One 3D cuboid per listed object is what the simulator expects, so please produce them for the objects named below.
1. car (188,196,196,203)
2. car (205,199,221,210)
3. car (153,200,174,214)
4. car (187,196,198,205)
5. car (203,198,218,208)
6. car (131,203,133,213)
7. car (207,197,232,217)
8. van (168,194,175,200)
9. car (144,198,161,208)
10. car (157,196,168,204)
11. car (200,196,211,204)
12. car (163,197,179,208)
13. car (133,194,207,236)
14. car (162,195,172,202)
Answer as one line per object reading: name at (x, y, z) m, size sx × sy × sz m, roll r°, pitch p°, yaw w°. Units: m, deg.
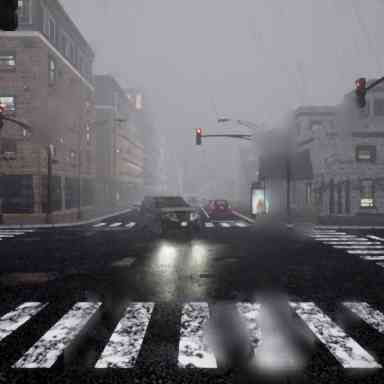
car at (0.015, 1.572, 70.718) m, size 1.812 × 1.442 × 4.674 m, roll 0°, pitch 0°, yaw 0°
car at (2.645, 1.597, 43.150) m, size 1.802 × 1.307 × 4.206 m, roll 0°, pitch 0°, yaw 0°
car at (-3.129, 1.574, 36.813) m, size 1.994 × 1.385 × 4.181 m, roll 0°, pitch 0°, yaw 0°
car at (0.046, 1.538, 60.300) m, size 1.837 × 1.490 × 4.892 m, roll 0°, pitch 0°, yaw 0°
car at (2.640, 1.571, 48.847) m, size 2.008 × 1.369 × 4.403 m, roll 0°, pitch 0°, yaw 0°
car at (-5.730, 1.561, 37.433) m, size 2.008 × 1.369 × 4.403 m, roll 0°, pitch 0°, yaw 0°
car at (2.655, 1.446, 31.756) m, size 1.967 × 1.590 × 4.097 m, roll 0°, pitch 0°, yaw 0°
van at (-5.786, 1.430, 94.399) m, size 1.690 × 1.788 × 3.998 m, roll -1°, pitch 0°, yaw 0°
car at (-5.741, 1.571, 48.827) m, size 2.008 × 1.369 × 4.403 m, roll 0°, pitch 0°, yaw 0°
car at (-5.757, 1.565, 65.746) m, size 1.752 × 1.417 × 4.829 m, roll 0°, pitch 0°, yaw 0°
car at (2.624, 1.591, 65.937) m, size 2.008 × 1.369 × 4.403 m, roll -1°, pitch 0°, yaw 0°
car at (-3.134, 1.515, 50.580) m, size 2.128 × 1.511 × 4.902 m, roll 0°, pitch 0°, yaw 0°
car at (-1.443, 1.189, 18.744) m, size 2.150 × 2.045 × 5.566 m, roll -1°, pitch 1°, yaw -23°
car at (-5.769, 1.497, 77.309) m, size 1.967 × 1.590 × 4.097 m, roll 0°, pitch 0°, yaw 0°
